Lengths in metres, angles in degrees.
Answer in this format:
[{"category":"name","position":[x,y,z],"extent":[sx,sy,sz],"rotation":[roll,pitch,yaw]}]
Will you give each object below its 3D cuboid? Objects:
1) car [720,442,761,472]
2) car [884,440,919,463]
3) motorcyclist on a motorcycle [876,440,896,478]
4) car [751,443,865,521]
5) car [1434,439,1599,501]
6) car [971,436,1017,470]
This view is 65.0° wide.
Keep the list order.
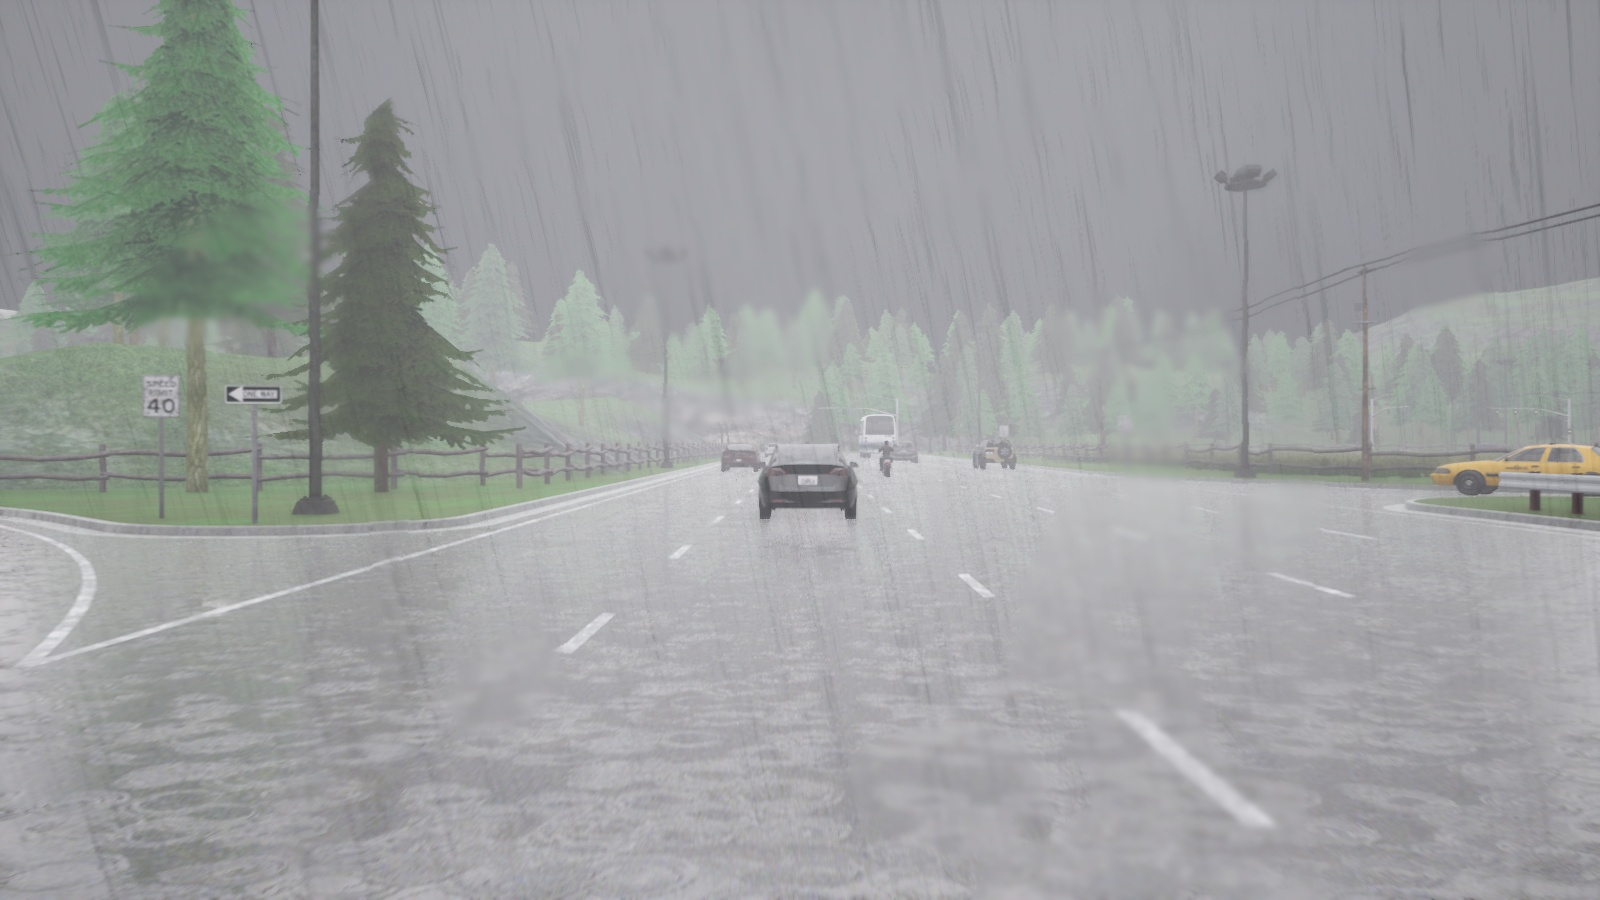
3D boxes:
[{"category":"car","position":[-3.109,0.346,66.610],"extent":[1.882,1.535,5.008],"rotation":[0,0,0]},{"category":"car","position":[7.541,0.071,93.353],"extent":[2.242,1.667,4.611],"rotation":[0,0,0]},{"category":"motorcyclist on a motorcycle","position":[3.832,0.384,56.108],"extent":[0.766,1.649,2.350],"rotation":[0,0,0]},{"category":"car","position":[0.164,0.598,26.320],"extent":[2.163,1.488,4.792],"rotation":[0,0,0]},{"category":"car","position":[20.415,0.517,34.141],"extent":[5.366,1.575,1.801],"rotation":[1,1,42]},{"category":"car","position":[10.917,0.172,70.933],"extent":[1.932,1.855,4.605],"rotation":[0,0,0]}]
